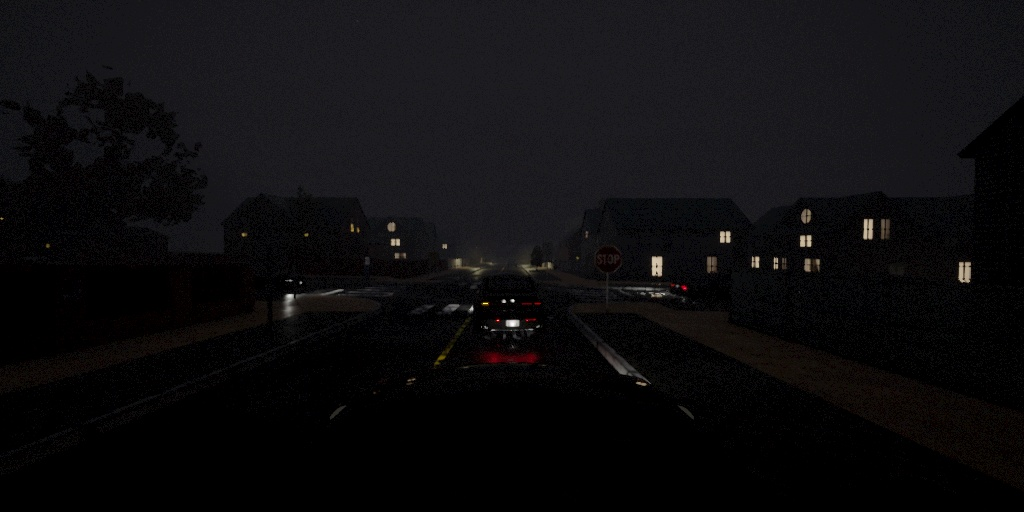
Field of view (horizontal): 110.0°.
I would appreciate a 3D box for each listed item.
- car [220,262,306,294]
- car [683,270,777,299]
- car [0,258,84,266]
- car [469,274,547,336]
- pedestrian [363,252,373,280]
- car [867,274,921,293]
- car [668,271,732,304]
[{"bbox_3d":[-13.146,1.065,18.249,4.892,1.490,1.837,1,1,1],"label":"car"},{"bbox_3d":[12.505,1.597,20.822,4.181,1.385,1.994,1,1,1],"label":"car"},{"bbox_3d":[-24.008,0.845,18.413,4.892,1.490,1.837,1,1,1],"label":"car"},{"bbox_3d":[-0.166,1.266,10.520,1.837,1.490,4.892,0,0,-4],"label":"car"},{"bbox_3d":[-9.707,0.645,24.050,0.375,1.860,0.375,0,0,1],"label":"pedestrian"},{"bbox_3d":[21.855,1.784,20.688,5.357,1.411,2.033,1,1,1],"label":"car"},{"bbox_3d":[10.772,1.607,17.905,5.357,1.411,2.033,1,1,1],"label":"car"}]
